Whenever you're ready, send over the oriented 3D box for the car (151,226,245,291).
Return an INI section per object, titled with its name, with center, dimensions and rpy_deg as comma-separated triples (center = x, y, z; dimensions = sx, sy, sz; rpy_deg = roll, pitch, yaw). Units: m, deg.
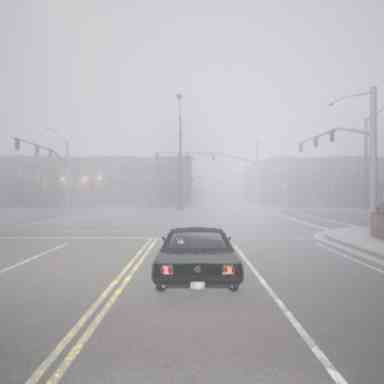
[car]
center = 0.116, 1.558, 8.811
dimensions = 1.895, 1.301, 4.718
rpy_deg = 0, 0, 0
